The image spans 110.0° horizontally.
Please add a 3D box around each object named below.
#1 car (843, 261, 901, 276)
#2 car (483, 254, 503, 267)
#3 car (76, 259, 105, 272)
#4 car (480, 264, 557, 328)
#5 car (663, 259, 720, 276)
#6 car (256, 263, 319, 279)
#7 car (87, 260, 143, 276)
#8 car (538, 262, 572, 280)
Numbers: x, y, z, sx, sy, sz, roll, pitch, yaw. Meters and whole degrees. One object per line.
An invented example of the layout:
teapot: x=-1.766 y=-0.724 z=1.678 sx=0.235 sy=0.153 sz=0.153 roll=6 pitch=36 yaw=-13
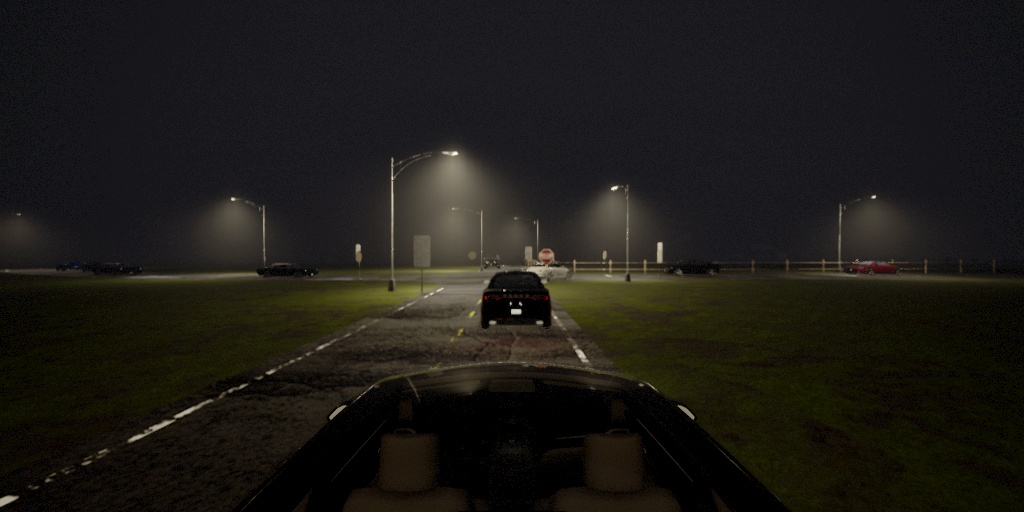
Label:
car: x=34.569 y=1.147 z=34.507 sx=4.181 sy=1.385 sz=1.994 roll=0 pitch=1 yaw=-1
car: x=-2.775 y=0.787 z=50.435 sx=2.150 sy=2.045 sz=5.566 roll=0 pitch=0 yaw=0
car: x=-48.228 y=1.138 z=41.906 sx=5.008 sy=1.535 sz=1.882 roll=0 pitch=1 yaw=25
car: x=0.115 y=1.190 z=11.257 sx=1.882 sy=1.535 sz=5.008 roll=0 pitch=0 yaw=0
car: x=16.991 y=1.075 z=34.028 sx=5.008 sy=1.535 sz=1.882 roll=0 pitch=1 yaw=-2
car: x=-19.454 y=1.278 z=31.256 sx=4.718 sy=1.301 sz=1.895 roll=0 pitch=1 yaw=7
car: x=-38.915 y=1.300 z=35.369 sx=4.718 sy=1.301 sz=1.895 roll=0 pitch=1 yaw=18
car: x=2.900 y=1.193 z=27.888 sx=1.812 sy=1.442 sz=4.674 roll=-1 pitch=0 yaw=36
